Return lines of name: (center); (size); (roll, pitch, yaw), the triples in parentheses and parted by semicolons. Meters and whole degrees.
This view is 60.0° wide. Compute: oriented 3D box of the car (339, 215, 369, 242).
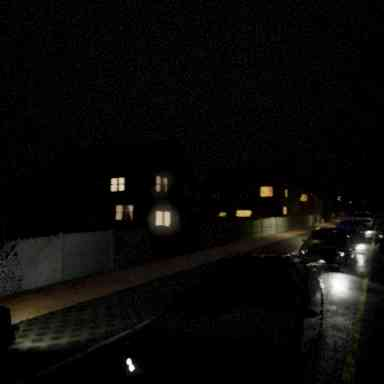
car: (11.798, 2.729, 24.688); (1.882, 1.535, 5.008); (-2, -3, 29)

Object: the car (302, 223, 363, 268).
car: (6.030, 2.265, 14.465); (2.033, 1.411, 5.357); (-2, -3, 29)

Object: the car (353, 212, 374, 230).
car: (19.516, 3.291, 38.211); (2.150, 2.045, 5.566); (-2, -3, 29)

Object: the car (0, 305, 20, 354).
car: (-3.646, 1.587, 2.074); (2.033, 1.411, 5.357); (-1, 0, 11)

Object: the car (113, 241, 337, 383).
car: (1.078, 1.795, 5.434); (2.033, 1.411, 5.357); (-1, -3, 26)

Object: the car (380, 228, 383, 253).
car: (11.212, 2.459, 17.862); (1.994, 1.385, 4.181); (-2, -3, 29)
